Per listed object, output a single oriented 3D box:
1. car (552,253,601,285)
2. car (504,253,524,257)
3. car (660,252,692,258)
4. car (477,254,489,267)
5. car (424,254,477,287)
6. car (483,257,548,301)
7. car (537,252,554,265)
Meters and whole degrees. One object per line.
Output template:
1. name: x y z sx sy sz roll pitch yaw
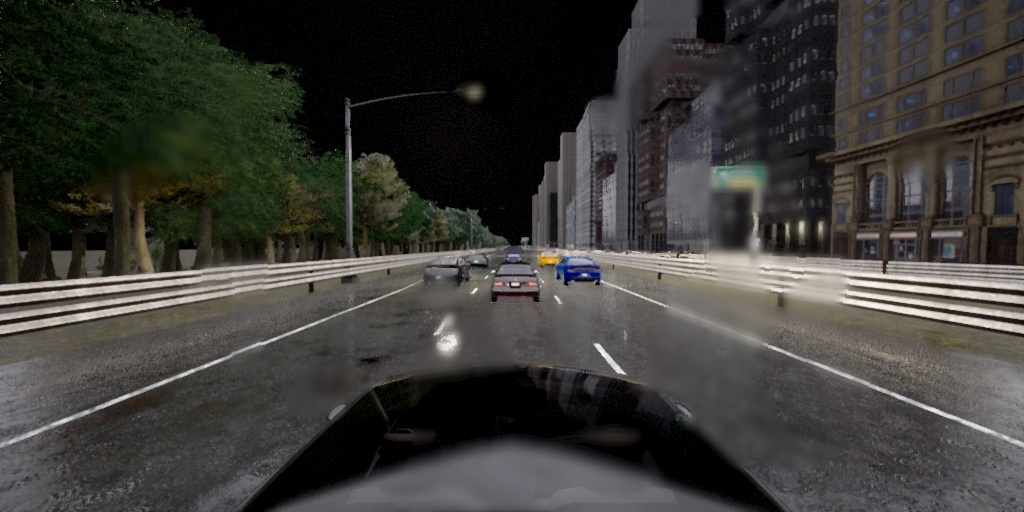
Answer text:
1. car: 3.640 0.738 20.348 1.882 1.535 5.008 0 2 0
2. car: 0.173 0.383 36.001 1.812 1.442 4.674 0 1 0
3. car: 22.418 0.163 49.444 1.837 1.490 4.892 -1 1 -17
4. car: -3.328 0.436 35.479 1.994 1.385 4.181 0 1 0
5. car: -3.364 0.781 19.318 2.128 1.511 4.902 0 1 0
6. car: 0.127 0.954 14.815 2.033 1.411 5.357 0 2 0
7. car: 3.674 0.317 36.641 1.882 1.535 5.008 0 1 0
